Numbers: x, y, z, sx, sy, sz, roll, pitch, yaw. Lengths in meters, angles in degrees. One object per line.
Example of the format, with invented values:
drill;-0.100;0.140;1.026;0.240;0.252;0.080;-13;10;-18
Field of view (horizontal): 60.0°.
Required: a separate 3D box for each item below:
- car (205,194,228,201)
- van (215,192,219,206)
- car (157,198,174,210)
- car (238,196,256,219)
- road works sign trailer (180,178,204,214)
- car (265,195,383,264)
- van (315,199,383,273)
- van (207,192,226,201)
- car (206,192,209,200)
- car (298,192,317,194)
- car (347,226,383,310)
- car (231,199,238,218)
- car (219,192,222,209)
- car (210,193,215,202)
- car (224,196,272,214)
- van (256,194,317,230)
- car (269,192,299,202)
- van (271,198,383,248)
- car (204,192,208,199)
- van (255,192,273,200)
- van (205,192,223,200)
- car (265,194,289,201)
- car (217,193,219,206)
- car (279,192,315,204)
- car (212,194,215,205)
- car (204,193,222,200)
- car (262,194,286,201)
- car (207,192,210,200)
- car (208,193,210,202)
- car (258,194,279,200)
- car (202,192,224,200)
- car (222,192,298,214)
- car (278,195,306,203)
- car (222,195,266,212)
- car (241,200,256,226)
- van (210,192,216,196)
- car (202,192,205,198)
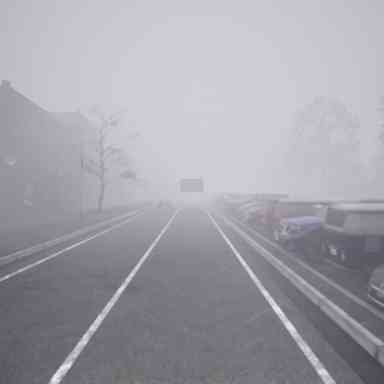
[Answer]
car;5.604;1.246;75.869;5.008;1.535;2.097;0;0;0
van;5.537;1.132;42.232;4.442;1.987;1.878;0;0;0
car;-3.339;1.486;41.784;1.895;1.301;4.718;0;0;0
car;5.711;1.318;22.610;4.553;1.767;2.185;0;0;0
road works sign trailer;-0.007;0.382;33.923;2.380;3.560;2.880;0;0;1
car;5.666;1.241;11.395;5.566;2.045;2.435;0;0;0
van;5.814;1.278;8.595;4.442;1.987;1.878;0;0;0
van;5.723;1.017;78.673;4.442;1.987;1.878;0;0;0
car;5.623;1.273;61.853;5.008;1.535;2.097;0;0;0
car;18.686;1.045;56.631;5.566;2.045;2.435;0;0;0
car;5.708;1.511;5.788;4.892;1.521;2.231;0;0;0
car;5.673;1.471;25.414;4.674;1.452;2.002;0;0;0
car;5.640;1.155;31.019;5.566;2.045;2.435;0;0;0
car;5.614;1.350;50.643;4.792;1.488;2.163;0;0;0
car;5.633;1.269;33.823;4.553;1.767;2.185;0;0;0
van;5.803;1.242;17.003;4.442;1.987;1.878;0;0;0
car;18.672;1.007;67.648;5.566;2.045;2.435;0;0;0
van;5.807;1.254;14.200;4.442;1.987;1.878;0;0;0
car;5.612;1.253;70.258;4.892;1.521;2.231;0;0;0
van;18.796;1.008;87.145;4.442;1.987;1.878;0;0;0
van;5.485;1.010;84.279;4.442;1.987;1.878;0;0;0
car;18.663;1.280;73.217;4.792;1.488;2.163;0;0;0
car;5.689;1.244;39.430;4.553;1.767;2.185;0;0;0
car;18.682;1.033;59.293;5.566;2.045;2.435;0;0;0
car;5.645;1.345;45.036;5.008;1.535;2.097;0;0;0
car;5.568;1.107;87.084;4.553;1.767;2.185;0;0;0
car;18.684;1.247;76.002;5.008;1.535;2.097;0;0;0
car;5.817;1.281;59.053;5.366;1.575;1.946;0;0;0
car;5.664;1.326;56.250;4.792;1.488;2.163;0;0;0
car;18.681;1.280;81.573;4.674;1.452;2.002;0;0;0
car;5.627;0.982;89.884;5.566;2.045;2.435;0;0;0
car;5.643;1.167;28.216;5.566;2.045;2.435;0;0;0
car;18.705;1.313;62.201;4.674;1.452;2.002;0;0;0
car;5.630;1.256;36.626;4.553;1.767;2.185;0;0;0
car;5.677;1.457;19.807;4.892;1.521;2.231;0;0;0
van;5.522;1.083;53.445;4.442;1.987;1.878;0;0;0
car;5.642;0.998;73.065;5.566;2.045;2.435;0;0;0
